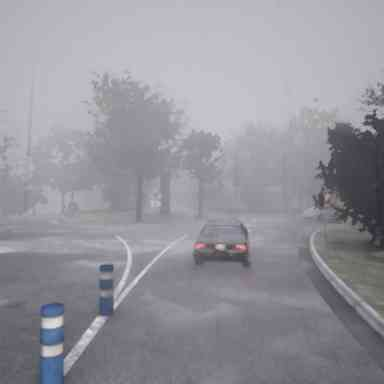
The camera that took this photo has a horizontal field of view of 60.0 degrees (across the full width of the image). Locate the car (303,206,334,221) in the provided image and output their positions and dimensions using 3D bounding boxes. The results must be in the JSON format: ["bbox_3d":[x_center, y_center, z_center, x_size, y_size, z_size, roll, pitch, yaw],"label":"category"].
[{"bbox_3d":[13.384,2.147,33.847,4.674,1.442,1.812,1,-2,-27],"label":"car"}]

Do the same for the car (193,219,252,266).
[{"bbox_3d":[1.197,1.712,12.271,2.033,1.411,5.357,0,-1,8],"label":"car"}]
